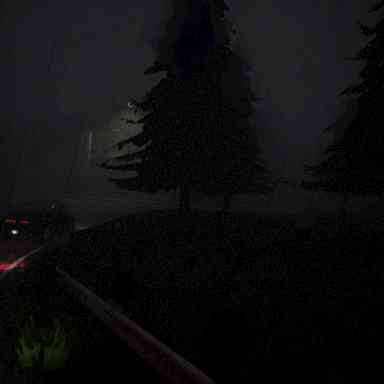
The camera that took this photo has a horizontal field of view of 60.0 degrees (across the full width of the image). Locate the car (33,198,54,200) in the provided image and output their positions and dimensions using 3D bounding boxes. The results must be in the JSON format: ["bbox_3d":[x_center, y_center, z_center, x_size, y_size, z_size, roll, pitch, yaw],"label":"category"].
[{"bbox_3d":[-10.222,1.133,22.682,1.994,1.385,4.181,4,2,7],"label":"car"}]

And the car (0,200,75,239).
[{"bbox_3d":[-7.401,1.410,16.491,1.837,1.490,4.892,4,1,2],"label":"car"}]
